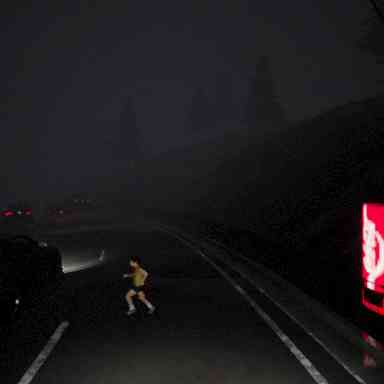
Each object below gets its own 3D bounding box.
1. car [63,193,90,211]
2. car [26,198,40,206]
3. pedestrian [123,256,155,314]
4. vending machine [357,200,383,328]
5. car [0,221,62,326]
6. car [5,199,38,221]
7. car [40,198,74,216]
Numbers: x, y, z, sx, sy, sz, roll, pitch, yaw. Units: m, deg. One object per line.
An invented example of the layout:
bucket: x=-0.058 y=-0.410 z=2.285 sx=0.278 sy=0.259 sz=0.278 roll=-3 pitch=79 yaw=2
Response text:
car: x=-14.200 y=1.205 z=40.297 sx=2.150 sy=2.045 sz=5.566 roll=0 pitch=-1 yaw=-38
car: x=-25.481 y=1.589 z=52.336 sx=4.718 sy=1.301 sz=1.895 roll=0 pitch=0 yaw=42
pedestrian: x=-0.956 y=1.672 z=6.065 sx=0.500 sy=1.100 sz=0.500 roll=0 pitch=0 yaw=-7
vending machine: x=3.675 y=1.194 z=5.814 sx=1.100 sy=2.100 sz=0.880 roll=0 pitch=0 yaw=-6
car: x=-4.161 y=1.562 z=6.954 sx=1.994 sy=1.385 sz=4.181 roll=0 pitch=0 yaw=-8
car: x=-13.352 y=1.541 z=25.674 sx=2.033 sy=1.411 sz=5.357 roll=0 pitch=0 yaw=-28
car: x=-13.546 y=1.593 z=33.258 sx=1.895 sy=1.301 sz=4.718 roll=0 pitch=0 yaw=-32
